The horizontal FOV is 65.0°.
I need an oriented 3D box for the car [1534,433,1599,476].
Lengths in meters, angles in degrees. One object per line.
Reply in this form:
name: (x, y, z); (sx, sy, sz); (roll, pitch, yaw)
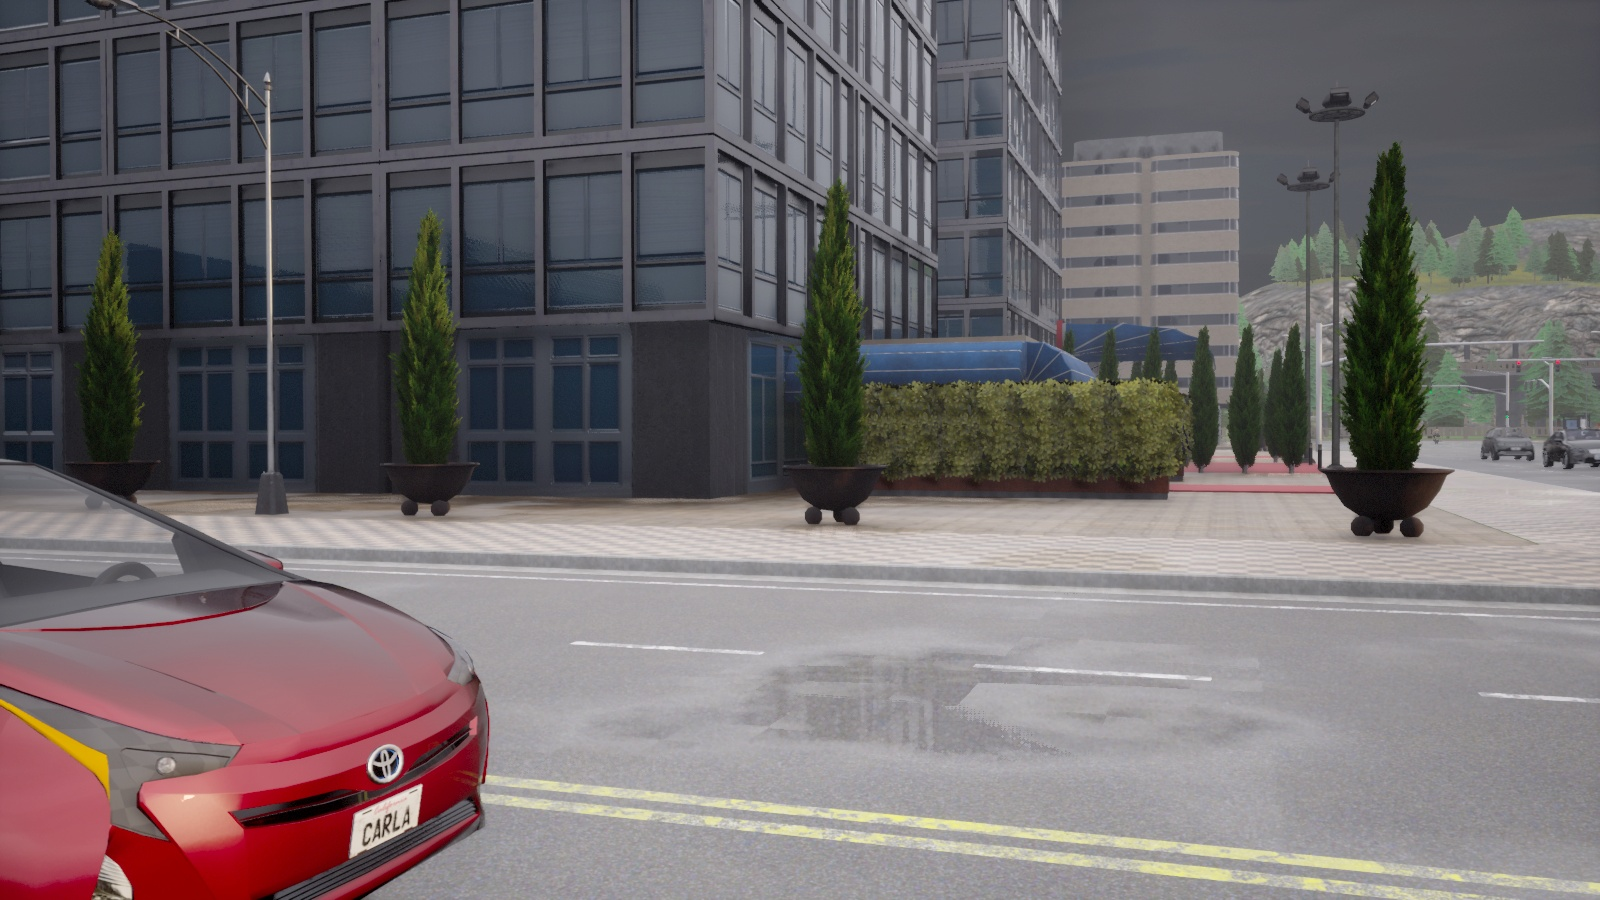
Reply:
car: (29.340, 0.142, 47.094); (2.128, 1.511, 4.902); (1, 1, 18)

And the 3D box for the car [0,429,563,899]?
car: (-3.318, 0.691, 4.309); (4.514, 1.525, 2.007); (1, 1, 19)

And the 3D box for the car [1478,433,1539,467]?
car: (33.279, -0.013, 59.049); (1.789, 1.549, 3.705); (1, 1, 18)
